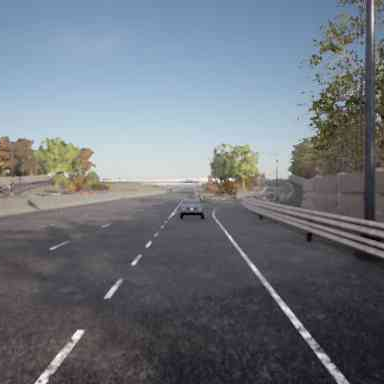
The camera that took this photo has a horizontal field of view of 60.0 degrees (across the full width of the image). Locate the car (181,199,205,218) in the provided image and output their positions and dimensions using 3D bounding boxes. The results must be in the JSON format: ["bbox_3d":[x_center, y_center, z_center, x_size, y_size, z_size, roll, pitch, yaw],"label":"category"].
[{"bbox_3d":[0.073,1.280,26.782,2.033,1.411,5.357,0,1,2],"label":"car"}]

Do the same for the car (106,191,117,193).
[{"bbox_3d":[-20.990,0.679,89.764,1.994,1.385,4.181,0,1,0],"label":"car"}]

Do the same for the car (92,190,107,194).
[{"bbox_3d":[-24.490,0.667,89.764,2.033,1.411,5.357,0,1,0],"label":"car"}]

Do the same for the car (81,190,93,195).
[{"bbox_3d":[-27.990,0.352,89.731,2.150,2.045,5.566,0,1,0],"label":"car"}]
